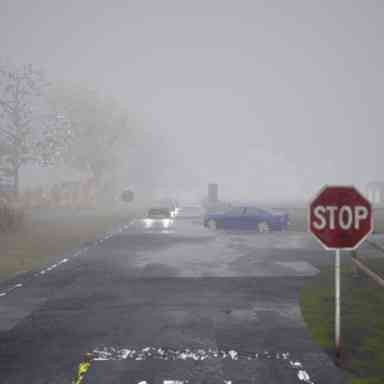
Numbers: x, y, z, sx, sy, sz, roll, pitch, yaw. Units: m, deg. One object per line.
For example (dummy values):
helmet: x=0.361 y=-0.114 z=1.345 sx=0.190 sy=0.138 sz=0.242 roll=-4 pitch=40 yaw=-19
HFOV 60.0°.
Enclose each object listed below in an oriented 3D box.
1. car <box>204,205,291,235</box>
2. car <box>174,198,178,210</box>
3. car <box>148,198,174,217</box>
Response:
car: x=3.040 y=1.475 z=18.886 sx=5.008 sy=1.535 sz=1.882 roll=0 pitch=1 yaw=33
car: x=-2.992 y=1.477 z=40.590 sx=1.837 sy=1.490 sz=4.892 roll=0 pitch=0 yaw=0
car: x=-2.961 y=1.463 z=31.067 sx=1.882 sy=1.535 sz=5.008 roll=0 pitch=0 yaw=0
